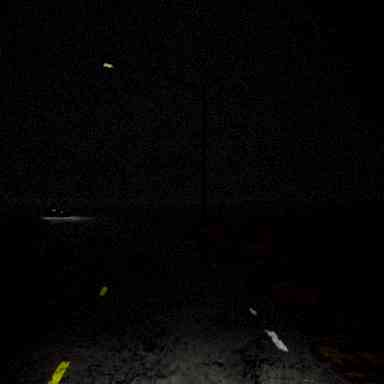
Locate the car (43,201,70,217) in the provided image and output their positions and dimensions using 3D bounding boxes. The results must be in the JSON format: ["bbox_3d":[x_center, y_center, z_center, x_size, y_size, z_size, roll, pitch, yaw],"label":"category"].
[{"bbox_3d":[-13.981,1.744,34.170,1.837,1.490,4.892,2,-2,-35],"label":"car"}]

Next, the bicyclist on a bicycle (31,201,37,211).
[{"bbox_3d":[-24.257,2.155,51.033,1.656,1.620,0.582,-1,-3,38],"label":"bicyclist on a bicycle"}]

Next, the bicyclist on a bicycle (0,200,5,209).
[{"bbox_3d":[-32.229,2.189,56.425,1.843,1.776,0.659,0,-3,30],"label":"bicyclist on a bicycle"}]
